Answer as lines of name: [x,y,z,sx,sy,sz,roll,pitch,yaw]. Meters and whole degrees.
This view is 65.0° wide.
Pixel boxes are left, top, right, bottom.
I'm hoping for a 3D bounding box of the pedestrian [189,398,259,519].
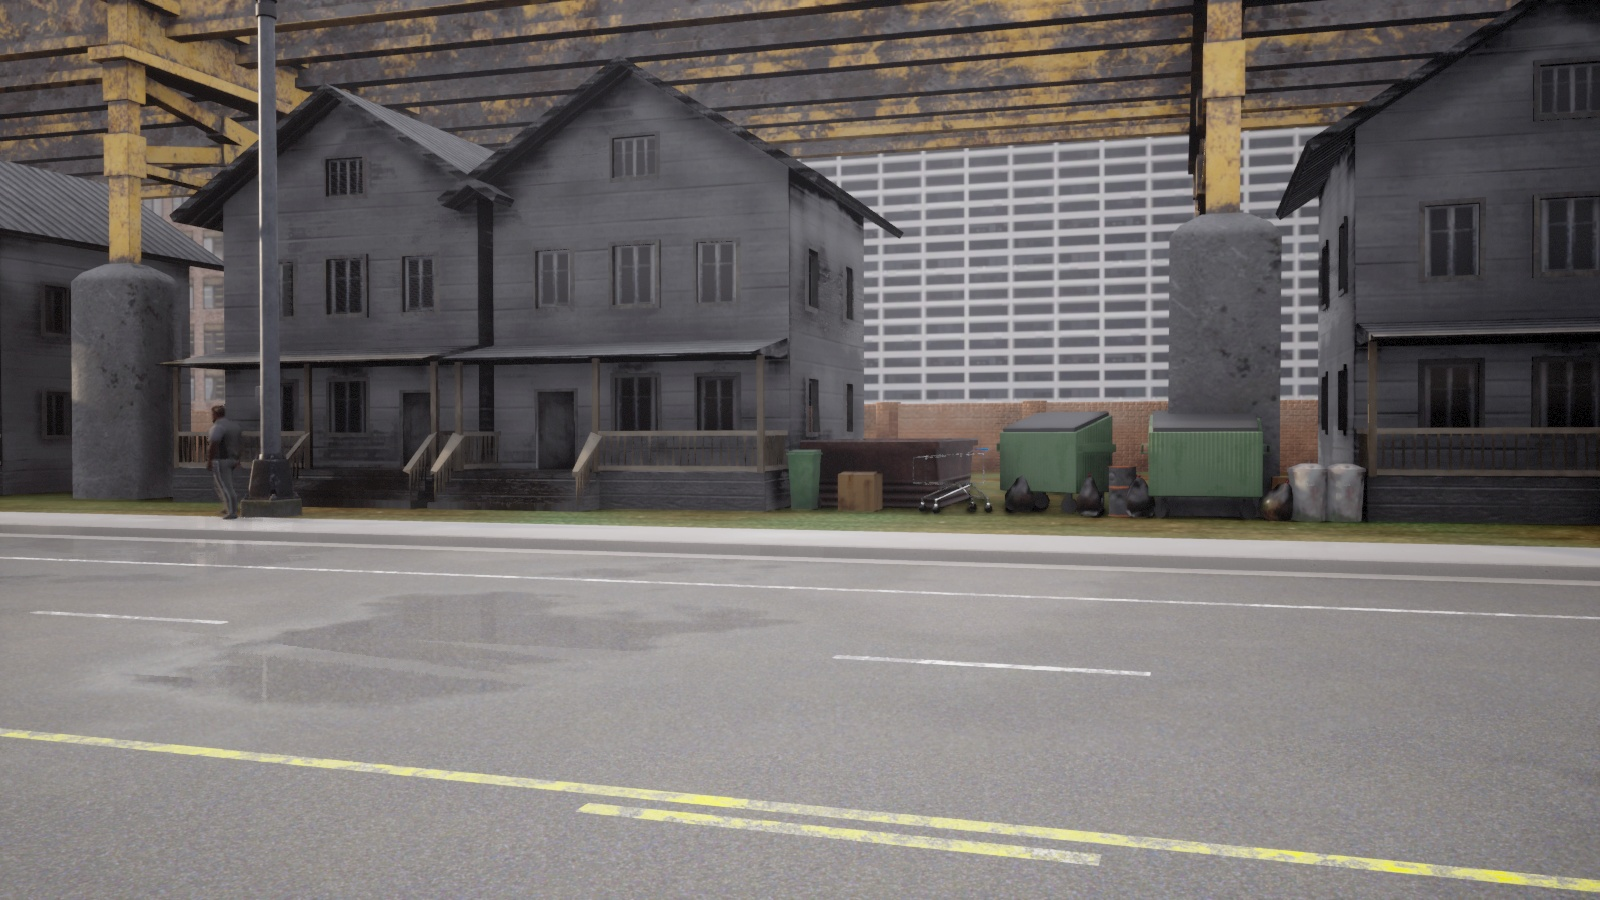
pedestrian: [-9.191,0.126,20.045,0.849,1.883,0.563,0,1,14]
